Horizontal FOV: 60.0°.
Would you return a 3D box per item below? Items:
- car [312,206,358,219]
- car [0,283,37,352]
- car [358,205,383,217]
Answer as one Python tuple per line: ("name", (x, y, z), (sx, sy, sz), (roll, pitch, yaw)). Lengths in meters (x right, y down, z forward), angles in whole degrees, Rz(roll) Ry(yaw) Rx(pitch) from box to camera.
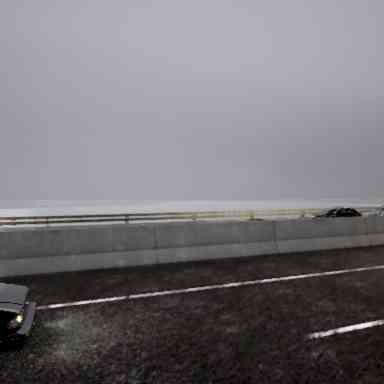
("car", (13.328, 2.117, 30.660), (4.892, 1.490, 1.837), (0, -2, -21))
("car", (-5.077, 1.750, 4.479), (5.357, 1.411, 2.033), (0, -2, -22))
("car", (16.963, 1.848, 28.312), (4.553, 1.767, 2.097), (0, -2, -21))
